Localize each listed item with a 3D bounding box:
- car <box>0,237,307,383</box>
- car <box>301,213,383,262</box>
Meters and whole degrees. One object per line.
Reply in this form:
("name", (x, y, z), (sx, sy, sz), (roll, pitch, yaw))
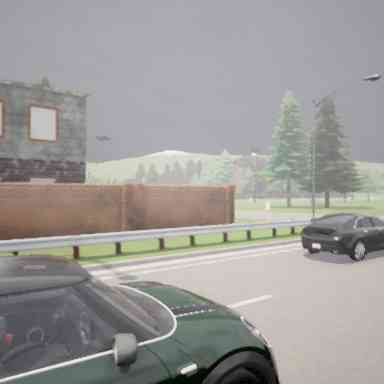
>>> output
("car", (-1.368, 1.353, 2.770), (4.553, 1.767, 2.097), (0, 0, -35))
("car", (6.096, 1.539, 12.408), (4.892, 1.490, 1.837), (0, 0, -35))
